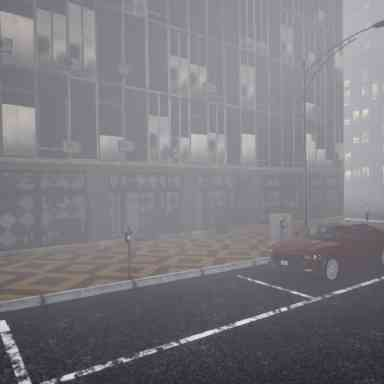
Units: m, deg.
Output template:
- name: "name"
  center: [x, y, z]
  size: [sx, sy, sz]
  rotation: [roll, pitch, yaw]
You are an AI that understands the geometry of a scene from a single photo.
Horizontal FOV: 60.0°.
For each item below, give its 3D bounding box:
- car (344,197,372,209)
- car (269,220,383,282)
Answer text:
- name: "car"
  center: [18.691, 1.273, 39.598]
  size: [1.752, 1.417, 4.829]
  rotation: [-1, 1, -35]
- name: "car"
  center: [4.154, 1.542, 9.716]
  size: [4.507, 1.381, 1.887]
  rotation: [0, -1, -36]
